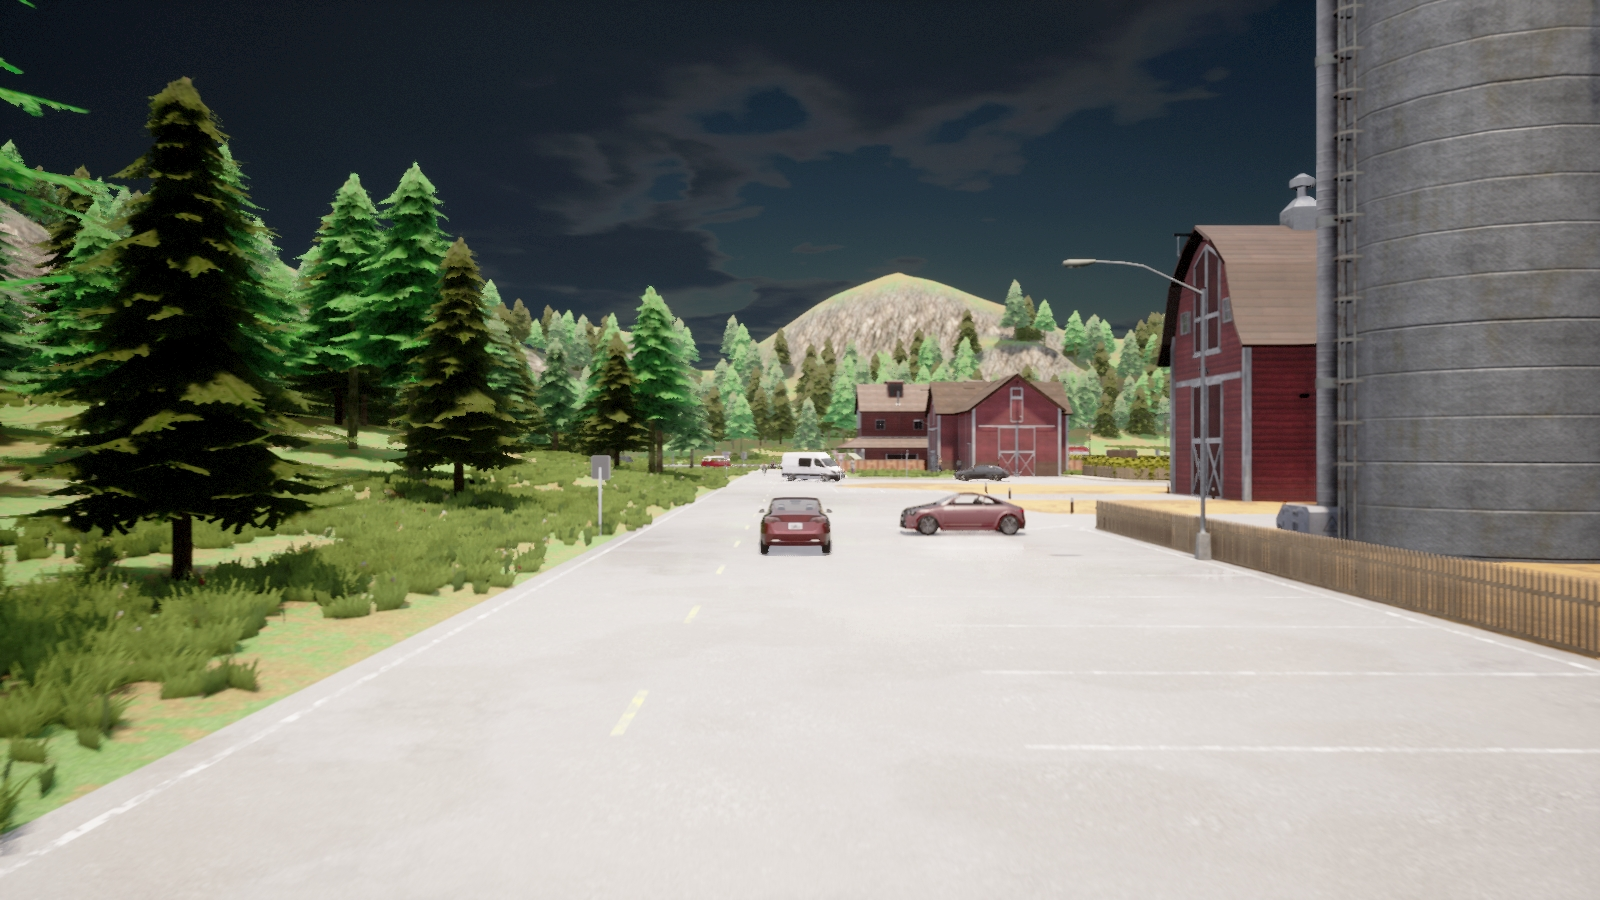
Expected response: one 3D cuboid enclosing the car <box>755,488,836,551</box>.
[{"bbox_3d":[-0.129,1.923,32.654,2.163,1.488,4.792,0,0,0],"label":"car"}]
